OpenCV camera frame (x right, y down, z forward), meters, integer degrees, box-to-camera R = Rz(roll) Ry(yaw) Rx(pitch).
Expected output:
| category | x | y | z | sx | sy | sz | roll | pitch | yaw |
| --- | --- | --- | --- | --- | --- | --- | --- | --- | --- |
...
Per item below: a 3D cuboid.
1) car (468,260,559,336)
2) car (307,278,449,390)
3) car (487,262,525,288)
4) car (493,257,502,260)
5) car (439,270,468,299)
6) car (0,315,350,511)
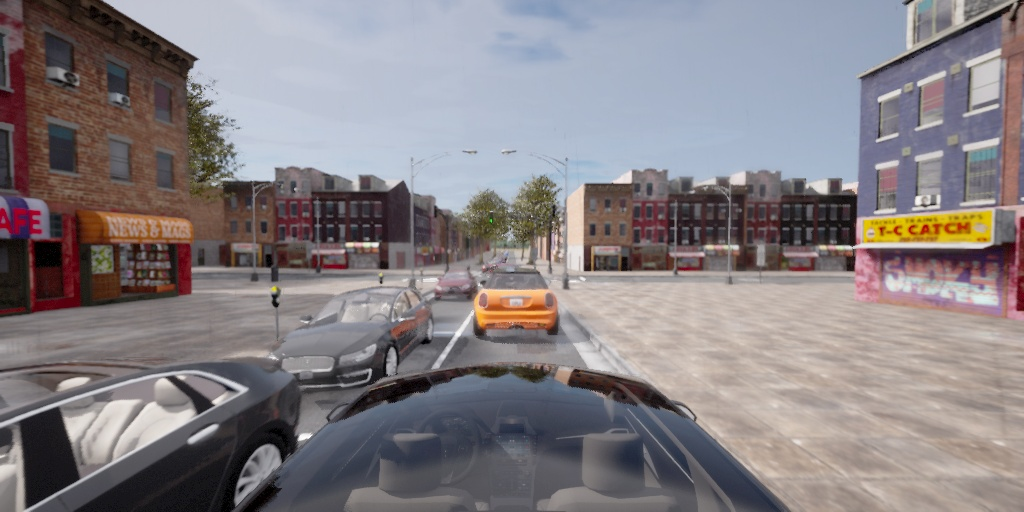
| category | x | y | z | sx | sy | sz | roll | pitch | yaw |
| --- | --- | --- | --- | --- | --- | --- | --- | --- | --- |
| car | 0.101 | 1.108 | 10.542 | 2.097 | 1.767 | 4.553 | 0 | 0 | 0 |
| car | -2.641 | 1.303 | 6.814 | 2.007 | 1.370 | 4.403 | 0 | 0 | 0 |
| car | -0.538 | 1.262 | 25.563 | 1.882 | 1.535 | 5.008 | 0 | 0 | -11 |
| car | -2.647 | 1.272 | 44.483 | 1.967 | 1.591 | 4.097 | 0 | 0 | 0 |
| car | -2.642 | 1.347 | 17.708 | 1.802 | 1.307 | 4.207 | 0 | 0 | 0 |
| car | -2.640 | 1.300 | 1.365 | 2.007 | 1.370 | 4.403 | 0 | 0 | 0 |
